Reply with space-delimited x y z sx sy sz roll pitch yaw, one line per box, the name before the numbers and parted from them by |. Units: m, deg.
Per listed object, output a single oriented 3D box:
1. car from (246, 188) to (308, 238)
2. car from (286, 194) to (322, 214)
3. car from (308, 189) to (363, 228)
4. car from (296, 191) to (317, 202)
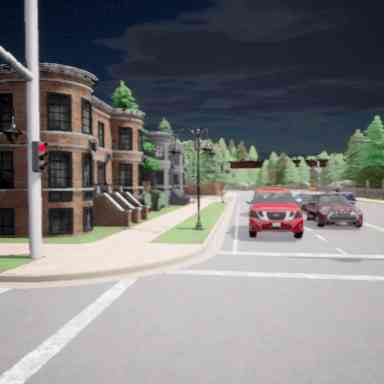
car | 3.752 0.851 15.581 2.150 2.045 5.566 0 1 10
car | 8.914 0.912 26.838 1.994 1.385 4.181 0 1 8
car | 7.659 0.892 18.319 2.097 1.767 4.553 0 1 8
car | 15.141 0.527 44.196 1.895 1.301 4.718 0 1 8
